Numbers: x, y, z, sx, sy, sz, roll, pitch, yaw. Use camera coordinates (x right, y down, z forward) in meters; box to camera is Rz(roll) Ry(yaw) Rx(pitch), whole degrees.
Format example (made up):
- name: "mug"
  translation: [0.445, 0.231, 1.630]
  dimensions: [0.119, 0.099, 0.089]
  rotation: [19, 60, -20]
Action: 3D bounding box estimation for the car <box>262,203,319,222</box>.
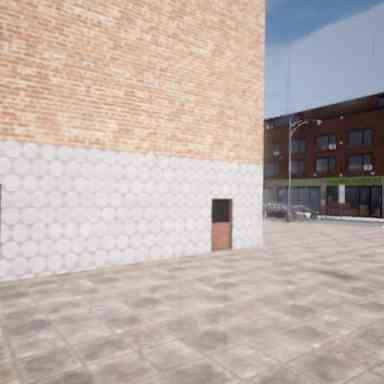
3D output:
- name: "car"
  translation: [7.554, 1.665, 27.582]
  dimensions: [2.128, 1.511, 4.902]
  rotation: [1, -2, -35]
